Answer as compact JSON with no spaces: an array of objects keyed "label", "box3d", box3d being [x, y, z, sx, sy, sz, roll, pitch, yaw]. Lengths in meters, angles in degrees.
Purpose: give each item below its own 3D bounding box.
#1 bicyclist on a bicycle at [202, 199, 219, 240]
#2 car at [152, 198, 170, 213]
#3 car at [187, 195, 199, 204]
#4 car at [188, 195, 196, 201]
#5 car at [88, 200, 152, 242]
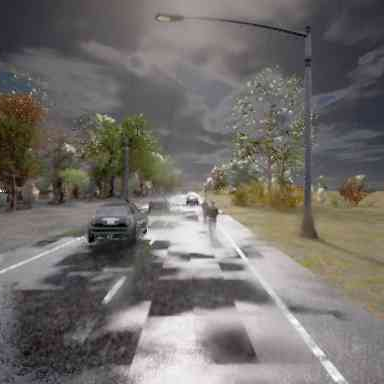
[{"label":"bicyclist on a bicycle","box3d":[0.966,1.299,15.523,0.659,1.776,1.843,0,0,0]},{"label":"car","box3d":[-3.402,1.317,35.158,1.882,1.535,5.008,0,0,0]},{"label":"car","box3d":[0.095,1.310,56.260,1.994,1.385,4.181,0,0,0]},{"label":"car","box3d":[0.002,1.262,74.103,1.895,1.301,4.718,0,0,0]},{"label":"car","box3d":[-3.400,1.278,16.046,2.097,1.767,4.553,0,0,0]}]
